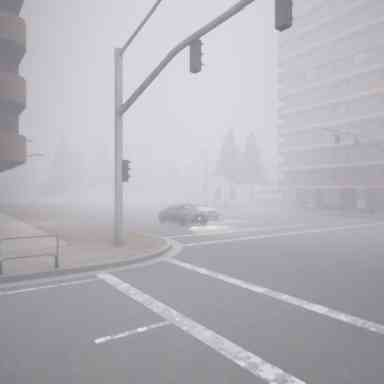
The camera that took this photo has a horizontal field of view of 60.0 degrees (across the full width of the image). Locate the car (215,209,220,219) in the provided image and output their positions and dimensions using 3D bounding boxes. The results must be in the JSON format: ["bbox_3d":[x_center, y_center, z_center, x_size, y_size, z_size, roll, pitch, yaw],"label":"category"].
[{"bbox_3d":[0.380,1.517,28.036,1.812,1.442,4.674,0,0,-35],"label":"car"}]

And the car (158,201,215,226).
[{"bbox_3d":[-0.665,1.556,23.434,1.994,1.385,4.181,0,0,-35],"label":"car"}]
